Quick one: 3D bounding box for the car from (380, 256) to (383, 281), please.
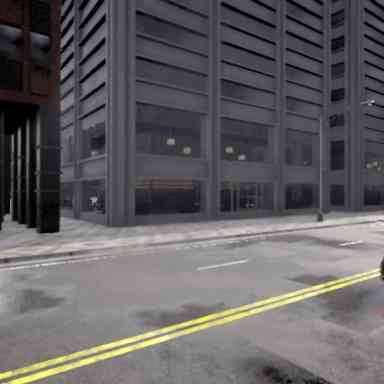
[{"bbox_3d":[6.369,1.554,7.996,4.181,1.385,1.994,0,0,-36],"label":"car"}]
